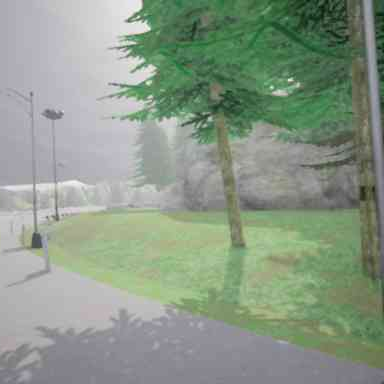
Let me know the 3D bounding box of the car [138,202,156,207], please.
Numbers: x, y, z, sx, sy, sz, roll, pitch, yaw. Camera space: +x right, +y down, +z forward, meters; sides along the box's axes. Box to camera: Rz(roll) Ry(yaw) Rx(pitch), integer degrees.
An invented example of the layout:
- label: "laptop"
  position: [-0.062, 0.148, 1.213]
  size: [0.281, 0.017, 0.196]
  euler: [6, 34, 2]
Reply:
- label: "car"
  position: [-12.340, 3.598, 91.700]
  size: [1.837, 1.490, 4.892]
  euler: [-3, -1, 11]

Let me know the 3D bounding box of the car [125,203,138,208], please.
- label: "car"
  position: [-15.767, 3.841, 92.369]
  size: [2.033, 1.411, 5.357]
  euler: [-3, -1, 11]

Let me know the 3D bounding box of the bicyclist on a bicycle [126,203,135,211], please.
- label: "bicyclist on a bicycle"
  position: [-12.343, 2.936, 65.950]
  size: [1.656, 1.620, 0.582]
  euler: [-2, -1, 4]

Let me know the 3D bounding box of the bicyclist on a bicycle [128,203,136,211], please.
- label: "bicyclist on a bicycle"
  position: [-12.153, 2.948, 66.925]
  size: [1.656, 1.620, 0.582]
  euler: [-3, -3, 32]

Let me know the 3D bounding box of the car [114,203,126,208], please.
- label: "car"
  position: [-19.197, 4.030, 93.039]
  size: [2.128, 1.511, 4.902]
  euler: [-3, -1, 11]

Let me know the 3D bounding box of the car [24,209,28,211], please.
- label: "car"
  position: [-39.621, 4.793, 79.678]
  size: [1.837, 1.490, 4.892]
  euler: [-3, -1, 11]
